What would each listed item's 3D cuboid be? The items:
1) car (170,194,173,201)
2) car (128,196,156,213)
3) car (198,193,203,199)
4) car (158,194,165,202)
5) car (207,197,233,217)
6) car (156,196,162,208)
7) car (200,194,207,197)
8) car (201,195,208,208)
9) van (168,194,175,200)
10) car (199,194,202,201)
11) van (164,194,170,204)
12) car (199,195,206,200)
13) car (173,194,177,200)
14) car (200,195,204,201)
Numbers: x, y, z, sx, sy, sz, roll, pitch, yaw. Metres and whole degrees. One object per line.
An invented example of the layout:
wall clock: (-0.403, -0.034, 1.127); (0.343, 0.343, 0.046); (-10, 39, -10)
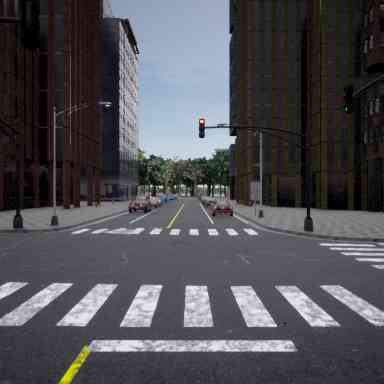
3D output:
car: (-5.735, 1.571, 69.809); (2.008, 1.369, 4.403); (0, 0, 0)
car: (-5.748, 1.321, 37.183); (2.192, 1.841, 5.009); (0, 0, 0)
car: (2.792, 1.549, 75.412); (1.752, 1.417, 4.829); (0, 0, 0)
car: (-5.742, 1.537, 53.326); (1.752, 1.417, 4.829); (0, 0, 0)
car: (2.775, 1.444, 31.742); (1.967, 1.590, 4.097); (0, 0, 0)
car: (-5.744, 1.592, 48.058); (1.802, 1.307, 4.206); (0, 0, 0)
car: (2.786, 1.559, 58.930); (1.887, 1.381, 4.507); (0, 0, 0)
car: (2.781, 1.560, 48.055); (2.008, 1.369, 4.403); (0, 0, 0)
van: (-5.727, 1.376, 91.559); (1.690, 1.788, 3.998); (0, 0, 0)
car: (2.788, 1.542, 64.537); (1.752, 1.417, 4.829); (0, 0, 0)
van: (-5.738, 1.358, 64.371); (1.690, 1.788, 3.998); (0, 0, 0)
car: (2.798, 1.561, 91.725); (1.752, 1.417, 4.829); (0, 0, 0)
car: (-5.729, 1.597, 86.121); (1.947, 1.339, 4.313); (0, 0, 0)
car: (2.784, 1.556, 53.492); (1.887, 1.381, 4.507); (0, 0, 0)
